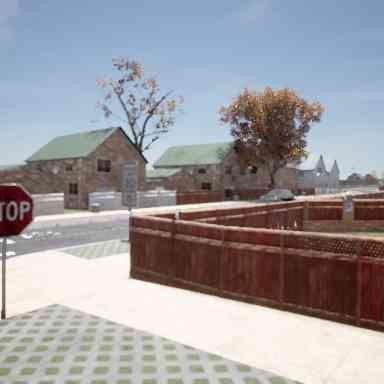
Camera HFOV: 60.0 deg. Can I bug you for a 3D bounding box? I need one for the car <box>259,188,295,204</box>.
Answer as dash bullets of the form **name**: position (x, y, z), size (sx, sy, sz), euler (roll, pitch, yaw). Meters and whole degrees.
- **car**: position (8.737, 0.510, 34.056), size (2.097, 1.767, 4.553), euler (2, 2, 40)
